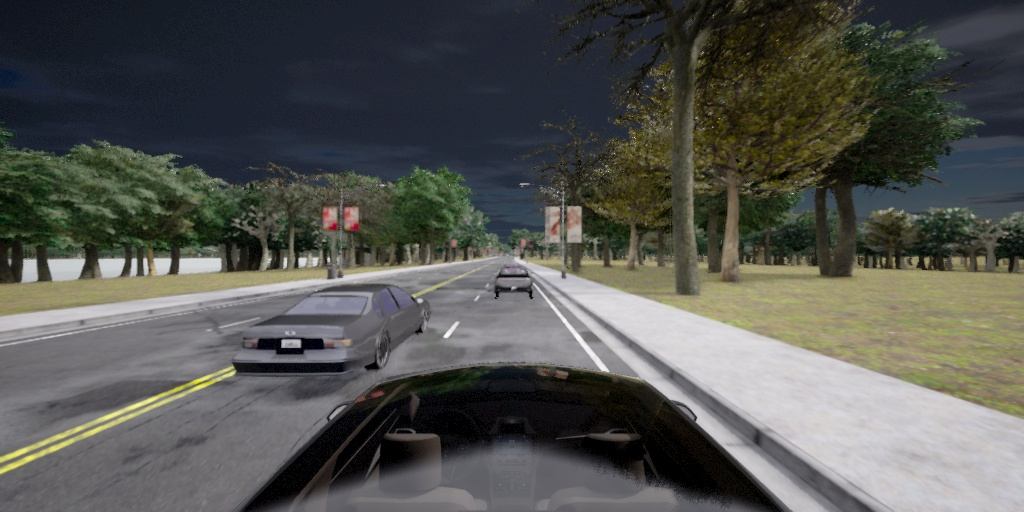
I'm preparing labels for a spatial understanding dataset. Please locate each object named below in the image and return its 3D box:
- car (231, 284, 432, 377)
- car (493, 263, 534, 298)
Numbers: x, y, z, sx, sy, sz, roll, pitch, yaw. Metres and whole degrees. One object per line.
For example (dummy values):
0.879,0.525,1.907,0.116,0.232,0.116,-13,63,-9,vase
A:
-3.153,1.296,7.624,2.033,1.411,5.357,0,0,0,car
0.075,1.238,18.338,2.128,1.511,4.902,0,0,0,car
